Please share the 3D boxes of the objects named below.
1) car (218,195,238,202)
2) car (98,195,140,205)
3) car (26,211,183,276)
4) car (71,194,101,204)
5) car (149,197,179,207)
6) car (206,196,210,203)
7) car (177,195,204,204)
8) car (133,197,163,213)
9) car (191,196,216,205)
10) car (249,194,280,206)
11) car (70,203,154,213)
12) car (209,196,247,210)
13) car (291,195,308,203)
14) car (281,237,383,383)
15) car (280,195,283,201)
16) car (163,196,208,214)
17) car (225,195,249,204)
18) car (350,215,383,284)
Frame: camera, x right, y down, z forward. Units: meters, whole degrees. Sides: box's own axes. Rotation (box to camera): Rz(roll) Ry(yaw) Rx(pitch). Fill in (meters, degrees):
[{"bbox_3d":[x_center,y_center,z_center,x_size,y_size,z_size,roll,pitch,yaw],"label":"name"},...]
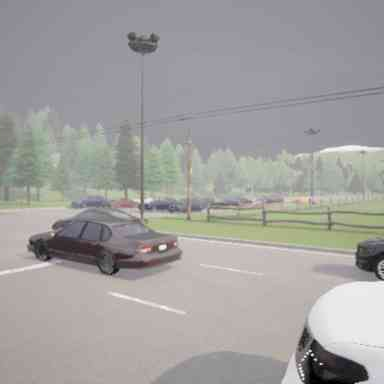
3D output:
[{"bbox_3d":[7.539,1.320,69.118,2.128,1.511,4.902,0,0,36],"label":"car"},{"bbox_3d":[-8.852,1.384,40.826,1.994,1.385,4.181,0,0,36],"label":"car"},{"bbox_3d":[-2.847,1.500,10.227,5.357,1.411,2.033,0,0,34],"label":"car"},{"bbox_3d":[-12.777,1.151,41.326,2.097,1.767,4.553,0,0,35],"label":"car"},{"bbox_3d":[-3.914,1.385,47.622,1.994,1.385,4.181,0,0,36],"label":"car"},{"bbox_3d":[1.428,1.426,43.069,1.994,1.385,4.181,0,0,36],"label":"car"},{"bbox_3d":[-0.200,1.349,58.592,2.033,1.411,5.357,0,0,36],"label":"car"},{"bbox_3d":[-3.750,1.462,35.930,1.895,1.301,4.718,0,0,33],"label":"car"},{"bbox_3d":[2.038,1.348,55.763,1.812,1.442,4.674,0,0,36],"label":"car"},{"bbox_3d":[11.016,1.376,50.269,2.128,1.511,4.902,0,0,36],"label":"car"},{"bbox_3d":[-4.293,1.454,15.165,4.674,1.442,1.812,1,0,29],"label":"car"},{"bbox_3d":[4.524,1.484,41.373,1.895,1.301,4.718,0,0,36],"label":"car"},{"bbox_3d":[20.464,1.367,63.092,1.882,1.535,5.008,0,0,36],"label":"car"},{"bbox_3d":[3.317,1.235,1.625,5.566,2.045,2.150,1,0,35],"label":"car"},{"bbox_3d":[15.307,1.218,61.992,2.097,1.767,4.553,0,0,37],"label":"car"},{"bbox_3d":[-0.624,1.446,34.285,1.994,1.385,4.181,0,0,36],"label":"car"},{"bbox_3d":[7.420,1.464,51.282,1.895,1.301,4.718,0,0,36],"label":"car"},{"bbox_3d":[6.643,1.484,7.857,5.008,1.535,1.882,1,0,35],"label":"car"}]
